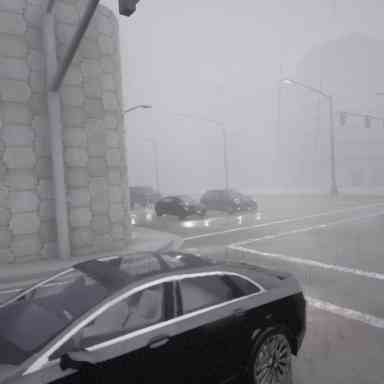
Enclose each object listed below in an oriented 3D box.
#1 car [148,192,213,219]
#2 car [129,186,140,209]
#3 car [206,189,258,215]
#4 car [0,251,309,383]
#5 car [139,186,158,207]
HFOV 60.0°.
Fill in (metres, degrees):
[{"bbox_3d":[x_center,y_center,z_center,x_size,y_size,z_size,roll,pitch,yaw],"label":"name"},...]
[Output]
[{"bbox_3d":[-0.920,0.971,22.882,1.812,1.442,4.674,-5,3,-35],"label":"car"},{"bbox_3d":[-7.593,0.662,32.280,2.150,2.045,5.566,-5,3,-36],"label":"car"},{"bbox_3d":[2.547,0.564,24.002,2.097,1.767,4.553,-5,3,-35],"label":"car"},{"bbox_3d":[-0.770,1.491,3.524,4.902,1.511,2.128,-1,1,-37],"label":"car"},{"bbox_3d":[-5.005,0.427,34.687,2.150,2.045,5.566,-5,3,-35],"label":"car"}]
